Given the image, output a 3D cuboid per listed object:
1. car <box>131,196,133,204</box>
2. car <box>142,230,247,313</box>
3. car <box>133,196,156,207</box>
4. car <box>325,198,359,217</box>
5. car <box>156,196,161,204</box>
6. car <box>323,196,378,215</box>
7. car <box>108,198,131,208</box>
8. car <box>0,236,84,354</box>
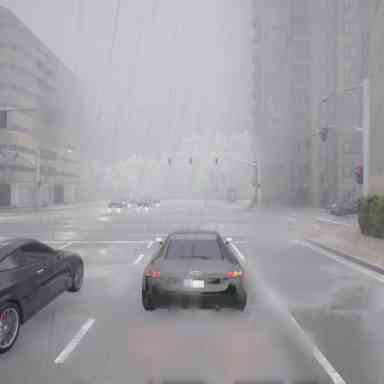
[{"bbox_3d":[-10.661,1.502,62.480,1.837,1.490,4.892,0,0,0],"label":"car"},{"bbox_3d":[0.050,1.564,7.758,1.994,1.385,4.181,0,0,0],"label":"car"},{"bbox_3d":[-7.168,1.545,50.757,2.033,1.411,5.357,0,0,0],"label":"car"},{"bbox_3d":[14.807,1.524,30.248,4.674,1.442,1.812,0,0,0],"label":"car"},{"bbox_3d":[-7.152,1.501,64.120,1.837,1.490,4.892,0,0,0],"label":"car"},{"bbox_3d":[16.014,1.351,33.779,4.553,1.767,2.097,0,0,0],"label":"car"},{"bbox_3d":[-10.674,1.545,48.227,2.033,1.411,5.357,0,0,0],"label":"car"},{"bbox_3d":[-3.460,1.525,5.956,1.812,1.442,4.674,0,0,0],"label":"car"}]
